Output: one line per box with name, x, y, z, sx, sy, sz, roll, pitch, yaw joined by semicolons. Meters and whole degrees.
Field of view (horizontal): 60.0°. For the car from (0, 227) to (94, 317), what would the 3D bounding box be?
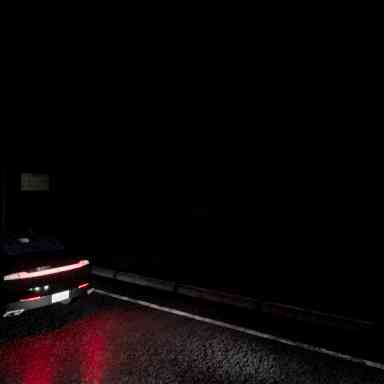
car;-4.082;1.492;6.887;4.902;1.511;2.128;0;0;37
